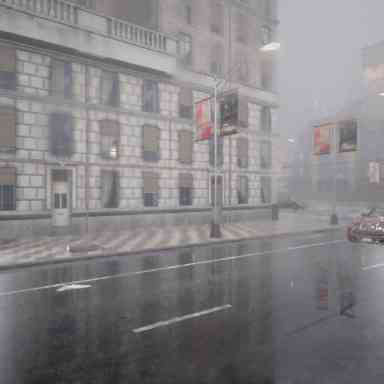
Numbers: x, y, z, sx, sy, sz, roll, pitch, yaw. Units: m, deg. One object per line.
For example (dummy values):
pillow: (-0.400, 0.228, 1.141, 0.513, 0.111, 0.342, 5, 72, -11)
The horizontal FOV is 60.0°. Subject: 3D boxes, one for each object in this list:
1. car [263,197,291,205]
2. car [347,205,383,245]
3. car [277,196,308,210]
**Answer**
car: (14.931, 1.601, 58.480, 1.895, 1.301, 4.718, 0, 0, -37)
car: (8.884, 1.352, 14.843, 4.553, 1.767, 2.097, 0, 0, -37)
car: (12.435, 1.352, 42.203, 2.097, 1.767, 4.553, 0, 0, -36)
